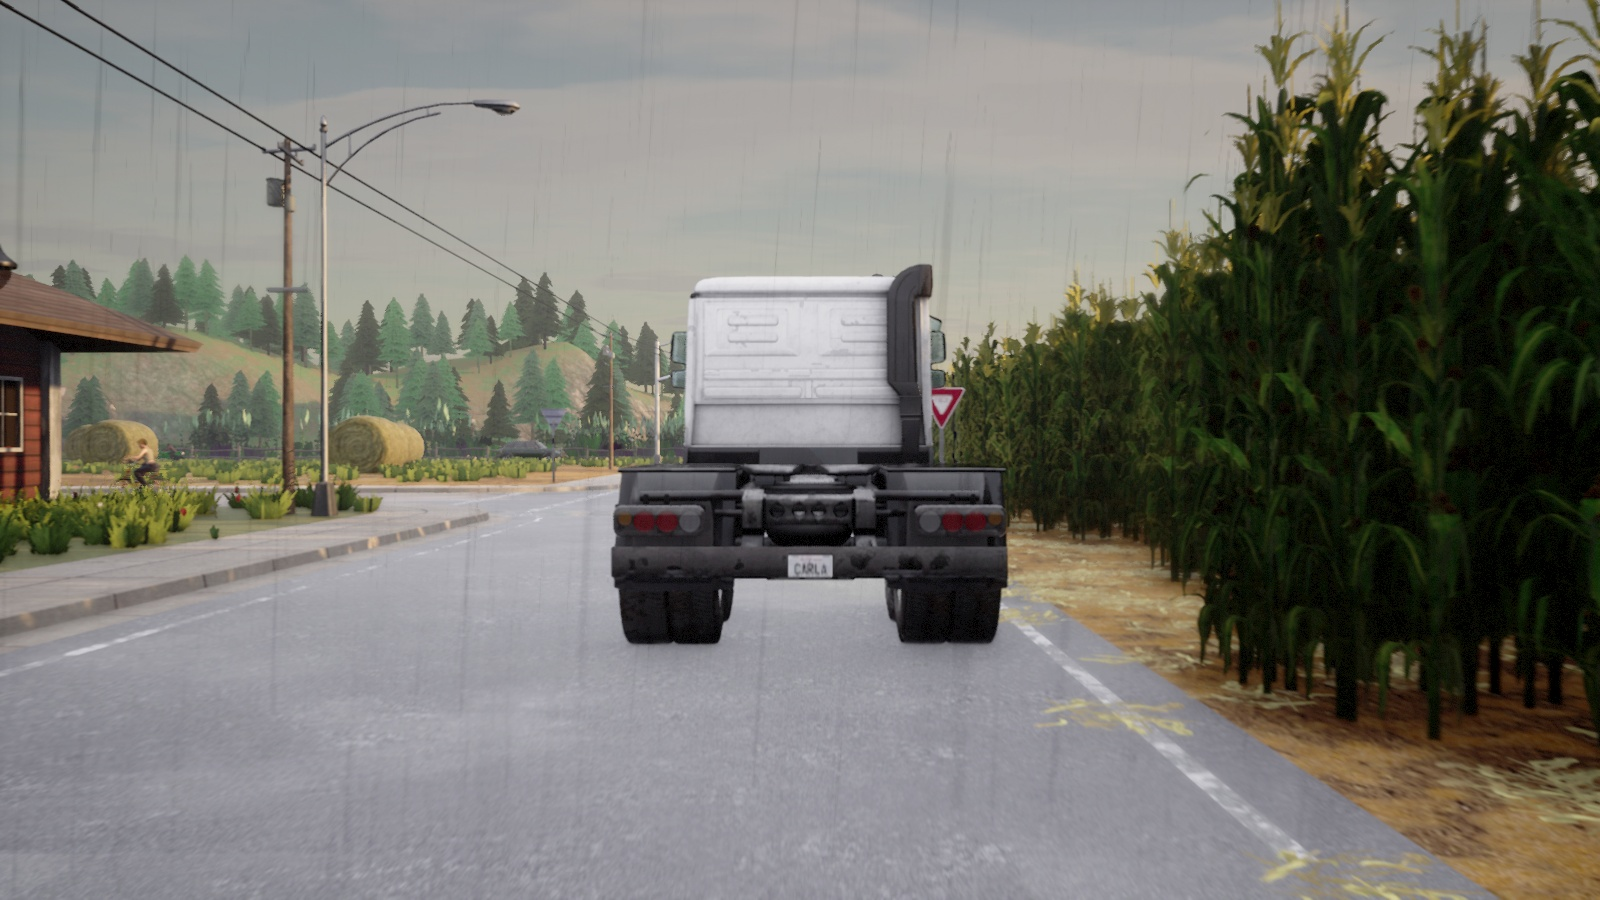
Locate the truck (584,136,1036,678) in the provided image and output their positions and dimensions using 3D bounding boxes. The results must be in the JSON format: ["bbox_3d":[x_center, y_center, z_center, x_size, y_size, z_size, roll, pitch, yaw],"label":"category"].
[{"bbox_3d":[0.084,-0.295,12.007,2.891,3.462,7.936,0,0,0],"label":"truck"}]

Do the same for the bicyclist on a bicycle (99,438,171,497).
[{"bbox_3d":[-18.271,0.469,34.532,1.509,1.612,0.866,0,0,0],"label":"bicyclist on a bicycle"}]

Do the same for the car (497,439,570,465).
[{"bbox_3d":[-18.545,0.118,87.493,4.553,1.767,2.097,0,0,3],"label":"car"}]
